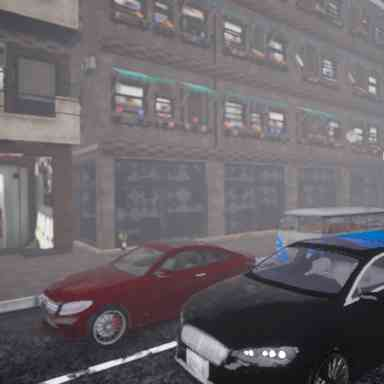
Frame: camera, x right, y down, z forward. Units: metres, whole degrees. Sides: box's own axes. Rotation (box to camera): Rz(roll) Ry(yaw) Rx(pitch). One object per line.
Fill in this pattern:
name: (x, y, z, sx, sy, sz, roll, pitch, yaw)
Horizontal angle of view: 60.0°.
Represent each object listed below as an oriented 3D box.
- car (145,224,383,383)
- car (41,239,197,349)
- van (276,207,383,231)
car: (2.047, 1.487, 4.835, 4.902, 1.511, 2.128, 0, 0, -35)
car: (-0.497, 1.579, 6.177, 4.206, 1.307, 1.802, 0, -1, -35)
van: (4.108, 1.331, 9.476, 3.998, 1.788, 1.690, 0, -1, -35)
